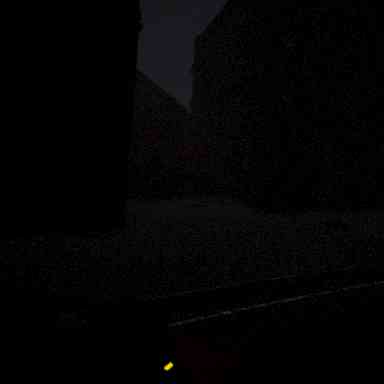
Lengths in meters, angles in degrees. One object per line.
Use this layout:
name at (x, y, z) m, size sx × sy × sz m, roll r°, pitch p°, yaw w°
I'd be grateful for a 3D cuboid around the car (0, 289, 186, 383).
car at (-2.217, 1.520, 2.163) m, size 4.674 × 1.442 × 1.812 m, roll 0°, pitch 0°, yaw -35°
